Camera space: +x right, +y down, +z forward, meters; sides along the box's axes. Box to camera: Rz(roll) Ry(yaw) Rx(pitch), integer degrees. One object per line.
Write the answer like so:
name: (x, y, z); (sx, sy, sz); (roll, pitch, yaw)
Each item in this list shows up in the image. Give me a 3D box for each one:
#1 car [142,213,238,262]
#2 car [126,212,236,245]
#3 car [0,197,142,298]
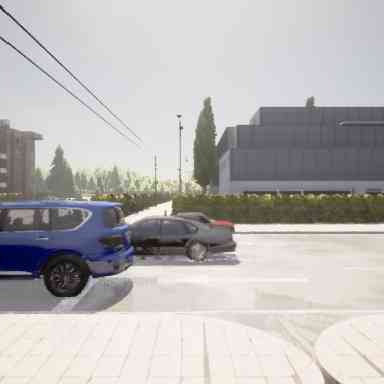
car: (-1.159, 1.547, 11.548); (5.357, 1.411, 2.033); (0, 0, -1)
car: (-0.446, 1.601, 15.147); (4.718, 1.301, 1.895); (0, 0, 2)
car: (-4.202, 1.224, 7.992); (5.566, 2.045, 2.150); (0, 0, -1)
